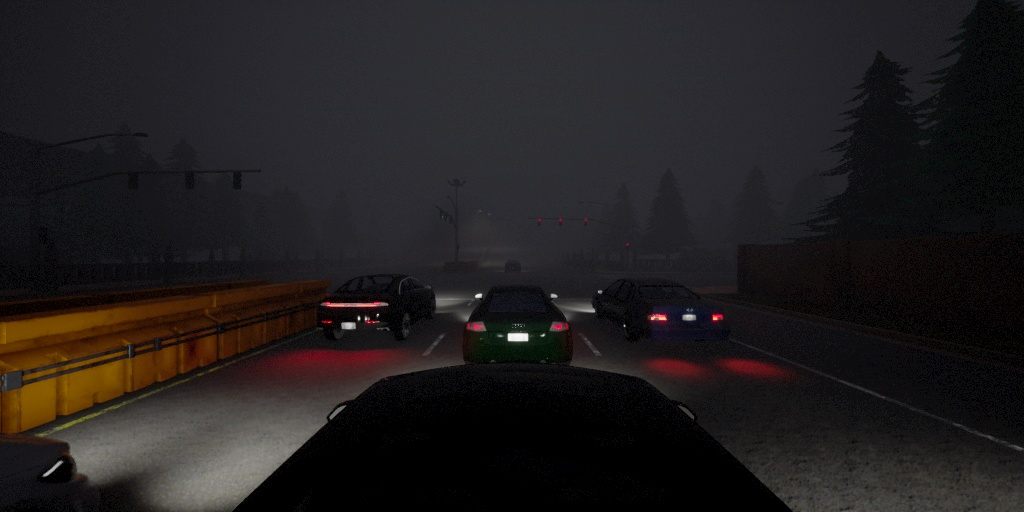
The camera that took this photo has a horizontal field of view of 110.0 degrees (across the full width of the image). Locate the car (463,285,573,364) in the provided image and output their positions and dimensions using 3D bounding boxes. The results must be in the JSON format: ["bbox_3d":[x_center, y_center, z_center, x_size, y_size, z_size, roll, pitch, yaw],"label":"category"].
[{"bbox_3d":[0.099,1.314,7.936,1.994,1.385,4.181,0,0,0],"label":"car"}]

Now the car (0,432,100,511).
[{"bbox_3d":[-3.403,1.276,0.153,1.812,1.442,4.674,0,0,0],"label":"car"}]

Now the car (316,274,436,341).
[{"bbox_3d":[-3.400,1.241,9.887,2.128,1.511,4.902,0,0,0],"label":"car"}]

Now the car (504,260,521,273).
[{"bbox_3d":[0.100,1.228,43.412,1.882,1.535,5.008,0,0,0],"label":"car"}]

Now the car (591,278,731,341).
[{"bbox_3d":[3.600,1.297,9.793,2.033,1.411,5.357,0,0,0],"label":"car"}]
